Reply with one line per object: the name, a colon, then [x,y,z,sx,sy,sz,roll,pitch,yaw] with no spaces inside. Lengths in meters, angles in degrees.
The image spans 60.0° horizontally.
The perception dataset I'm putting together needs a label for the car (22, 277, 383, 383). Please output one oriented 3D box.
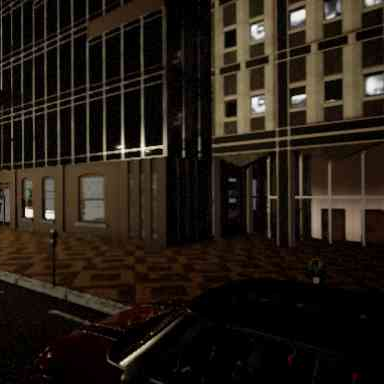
car: [0.451,1.440,2.562,4.097,1.590,1.967,0,-1,35]
